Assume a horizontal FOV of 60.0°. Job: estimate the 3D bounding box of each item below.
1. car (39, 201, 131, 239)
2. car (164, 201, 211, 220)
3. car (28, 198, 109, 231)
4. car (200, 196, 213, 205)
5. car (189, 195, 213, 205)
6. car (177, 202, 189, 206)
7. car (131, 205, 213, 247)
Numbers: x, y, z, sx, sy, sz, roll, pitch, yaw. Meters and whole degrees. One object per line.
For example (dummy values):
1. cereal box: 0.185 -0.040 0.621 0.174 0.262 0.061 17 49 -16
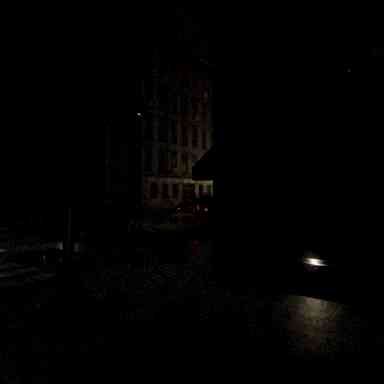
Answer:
1. car: -5.152 1.463 17.776 1.882 1.535 5.008 0 0 34
2. car: -0.322 1.528 28.909 1.947 1.339 4.313 0 0 36
3. car: -6.924 1.289 19.667 2.192 1.841 5.009 0 0 36
4. car: 2.903 1.318 19.614 2.192 1.841 5.009 0 0 36
5. car: 2.450 1.210 23.278 2.150 2.045 5.566 0 0 35
6. car: 0.684 1.327 25.944 2.097 1.767 4.553 0 0 35
7. car: -0.301 1.533 15.133 1.752 1.417 4.829 0 0 36
